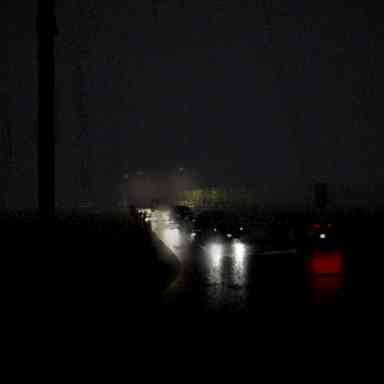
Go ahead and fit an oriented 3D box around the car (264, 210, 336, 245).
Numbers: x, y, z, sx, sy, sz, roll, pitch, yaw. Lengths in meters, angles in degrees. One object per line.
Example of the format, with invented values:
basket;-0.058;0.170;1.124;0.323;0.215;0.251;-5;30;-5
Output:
car;5.209;1.682;16.670;1.837;1.490;4.892;-3;-1;-10

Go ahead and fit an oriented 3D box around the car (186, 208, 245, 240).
car;1.310;1.798;18.955;2.033;1.411;5.357;-1;-1;-11

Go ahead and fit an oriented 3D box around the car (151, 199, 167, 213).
car;-5.269;2.093;52.174;2.150;2.045;5.566;-1;-1;-11

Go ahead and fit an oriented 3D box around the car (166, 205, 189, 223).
car;-0.939;1.990;30.223;1.812;1.442;4.674;-1;-1;-12
